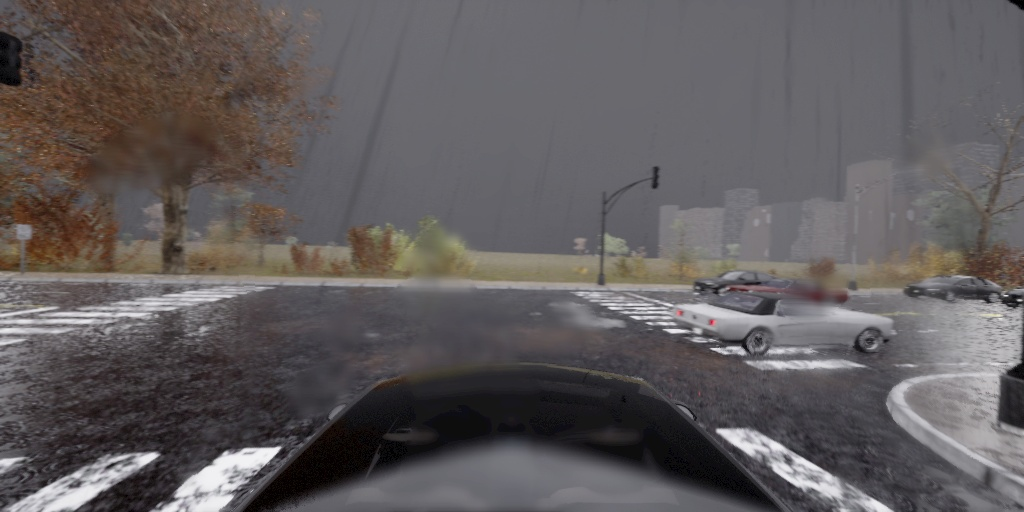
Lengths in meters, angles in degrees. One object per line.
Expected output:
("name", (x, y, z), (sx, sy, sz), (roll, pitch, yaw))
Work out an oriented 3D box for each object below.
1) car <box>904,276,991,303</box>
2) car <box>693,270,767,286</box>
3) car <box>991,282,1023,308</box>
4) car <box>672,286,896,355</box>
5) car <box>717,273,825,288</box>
("car", (26.173, 1.946, 21.296), (4.892, 1.490, 1.837), (2, 1, -7))
("car", (12.516, 1.513, 19.656), (5.008, 1.535, 1.882), (2, 1, -7))
("car", (27.866, 2.040, 18.223), (4.892, 1.490, 1.837), (2, 1, -7))
("car", (6.707, 1.598, 8.998), (4.718, 1.301, 1.895), (2, 1, -7))
("car", (12.356, 1.676, 16.367), (4.718, 1.301, 1.895), (2, 1, -5))
